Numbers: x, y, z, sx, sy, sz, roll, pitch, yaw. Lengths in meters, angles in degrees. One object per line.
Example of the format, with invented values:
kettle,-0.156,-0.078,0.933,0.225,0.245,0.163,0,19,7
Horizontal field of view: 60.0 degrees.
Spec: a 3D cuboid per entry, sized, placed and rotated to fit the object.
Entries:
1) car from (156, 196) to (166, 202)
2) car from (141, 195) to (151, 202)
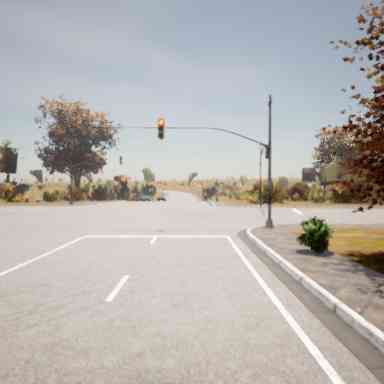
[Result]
car,-7.008,1.617,75.727,1.895,1.301,4.718,0,-2,0
car,-10.508,1.500,75.760,1.882,1.535,5.008,0,-2,0
